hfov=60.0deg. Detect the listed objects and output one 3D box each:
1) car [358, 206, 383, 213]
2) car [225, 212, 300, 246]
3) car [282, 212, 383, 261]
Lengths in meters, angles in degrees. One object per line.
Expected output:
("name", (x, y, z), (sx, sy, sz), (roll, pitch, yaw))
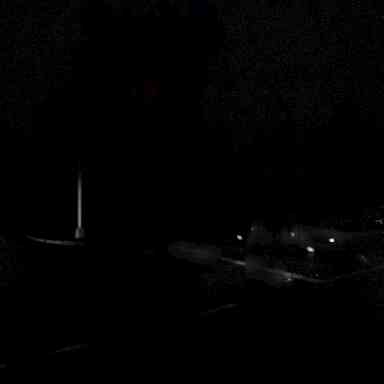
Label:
("car", (11.682, 1.566, 20.923), (5.357, 1.411, 2.033), (0, 0, -35))
("car", (3.822, 1.611, 15.328), (4.718, 1.301, 1.895), (0, 0, -35))
("car", (5.754, 1.611, 12.395), (4.718, 1.301, 1.895), (0, 0, -36))
